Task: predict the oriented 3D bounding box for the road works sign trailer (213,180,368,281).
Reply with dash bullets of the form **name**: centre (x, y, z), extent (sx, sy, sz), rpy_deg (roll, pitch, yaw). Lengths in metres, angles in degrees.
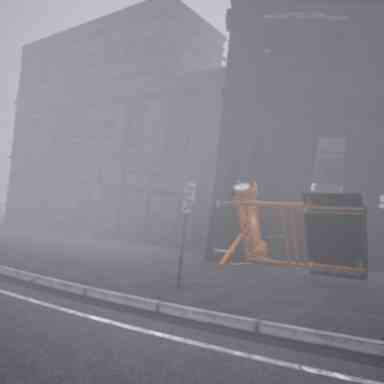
- **road works sign trailer**: centre (2.491, 1.205, 8.601), extent (3.560, 2.380, 2.880), rpy_deg (0, 25, 31)
